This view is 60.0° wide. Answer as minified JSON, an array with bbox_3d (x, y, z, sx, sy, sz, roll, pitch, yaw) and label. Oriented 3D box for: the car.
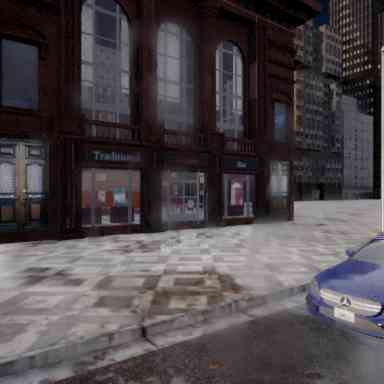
[{"bbox_3d":[4.106,1.527,6.184,4.674,1.442,1.812,0,0,-36],"label":"car"}]
